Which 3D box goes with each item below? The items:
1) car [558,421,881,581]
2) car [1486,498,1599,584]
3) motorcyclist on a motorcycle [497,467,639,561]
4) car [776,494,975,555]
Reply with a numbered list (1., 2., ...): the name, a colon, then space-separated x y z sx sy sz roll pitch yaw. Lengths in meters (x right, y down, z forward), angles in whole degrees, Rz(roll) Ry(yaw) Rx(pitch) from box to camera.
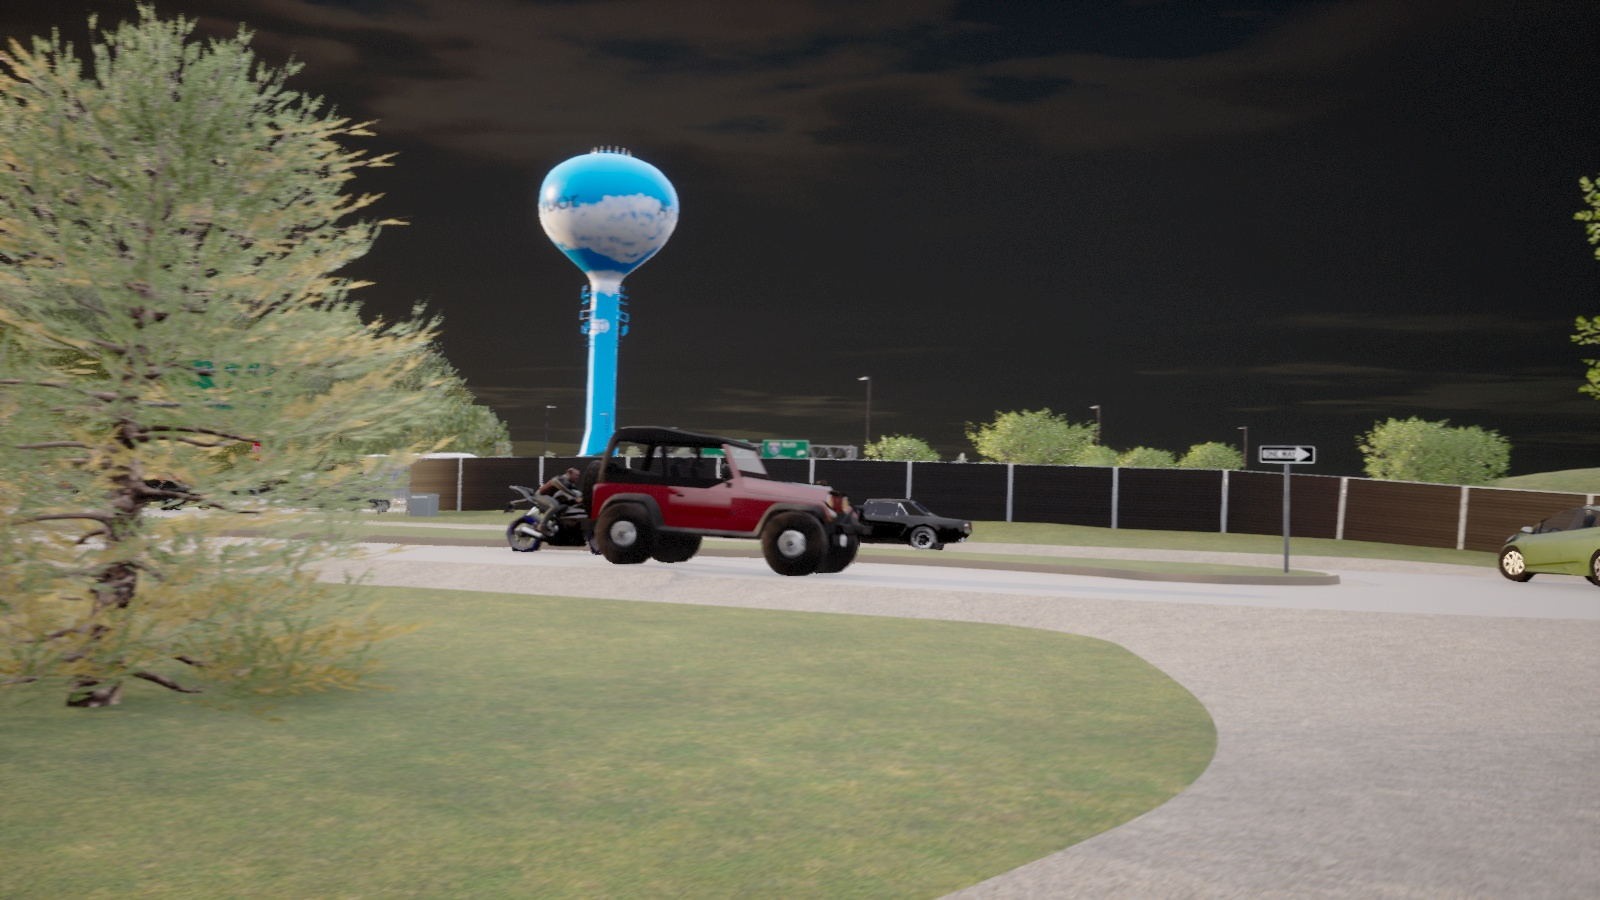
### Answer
1. car: -1.041 0.682 17.079 3.866 1.878 1.905 2 -3 17
2. car: 15.145 1.724 23.657 2.007 1.525 4.514 2 -3 1
3. motorcyclist on a motorcycle: -3.976 1.096 21.570 2.191 1.530 0.866 1 -4 16
4. car: 1.946 1.879 31.872 4.718 1.301 1.895 1 -3 15
